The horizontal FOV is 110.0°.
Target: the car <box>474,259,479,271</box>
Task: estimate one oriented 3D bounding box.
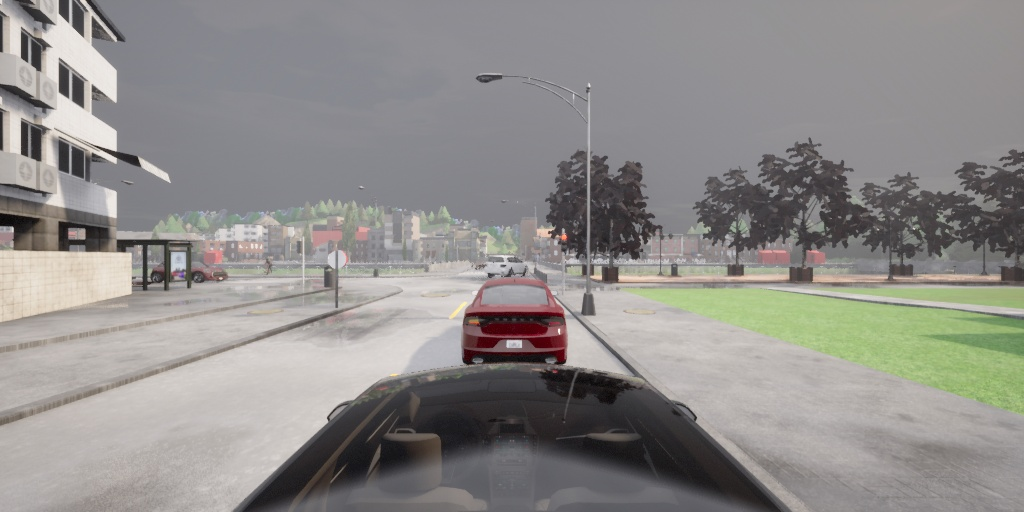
[{"bbox_3d":[-4.061,1.102,50.292,2.097,1.767,4.553,0,0,0],"label":"car"}]

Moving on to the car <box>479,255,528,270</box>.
[{"bbox_3d":[-0.432,0.972,32.719,2.150,2.045,5.566,1,1,25],"label":"car"}]

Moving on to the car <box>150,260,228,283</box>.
[{"bbox_3d":[-24.076,1.102,26.899,4.553,1.767,2.097,0,0,0],"label":"car"}]

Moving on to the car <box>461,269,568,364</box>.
[{"bbox_3d":[0.057,1.228,8.091,1.882,1.535,5.008,0,0,0],"label":"car"}]

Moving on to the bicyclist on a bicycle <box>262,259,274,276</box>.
[{"bbox_3d":[-24.002,1.099,35.296,0.582,1.620,1.656,0,0,0],"label":"bicyclist on a bicycle"}]
